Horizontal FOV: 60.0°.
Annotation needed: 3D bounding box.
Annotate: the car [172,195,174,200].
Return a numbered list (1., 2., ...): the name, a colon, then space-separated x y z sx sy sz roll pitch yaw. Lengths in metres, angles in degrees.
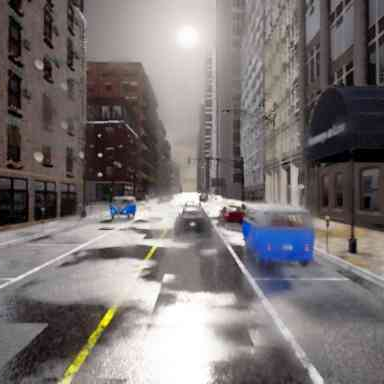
1. car: -5.680 1.445 71.770 2.008 1.369 4.403 1 0 0

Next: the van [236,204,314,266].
1. van: 2.705 1.325 11.213 1.690 1.788 3.998 1 0 0

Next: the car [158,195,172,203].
1. car: -5.680 1.454 66.115 2.008 1.369 4.403 1 0 0

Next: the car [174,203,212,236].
1. car: 0.090 1.538 18.284 1.994 1.385 4.181 0 0 1

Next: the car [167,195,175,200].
1. car: -5.681 1.449 88.734 1.802 1.307 4.206 1 0 0

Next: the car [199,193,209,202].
1. car: 2.704 1.201 77.426 2.192 1.841 5.009 1 0 0

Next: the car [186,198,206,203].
1. car: 0.096 1.556 31.795 1.895 1.301 4.718 0 0 0

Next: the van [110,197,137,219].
1. van: -5.762 1.301 28.198 1.690 1.788 3.998 1 0 0

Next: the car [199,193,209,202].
1. car: 2.699 1.476 71.772 1.802 1.307 4.206 1 0 0

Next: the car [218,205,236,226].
1. car: 2.701 1.550 22.515 1.802 1.307 4.206 1 0 0

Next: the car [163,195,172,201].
1. car: -5.680 1.451 77.424 1.947 1.339 4.313 1 0 0
